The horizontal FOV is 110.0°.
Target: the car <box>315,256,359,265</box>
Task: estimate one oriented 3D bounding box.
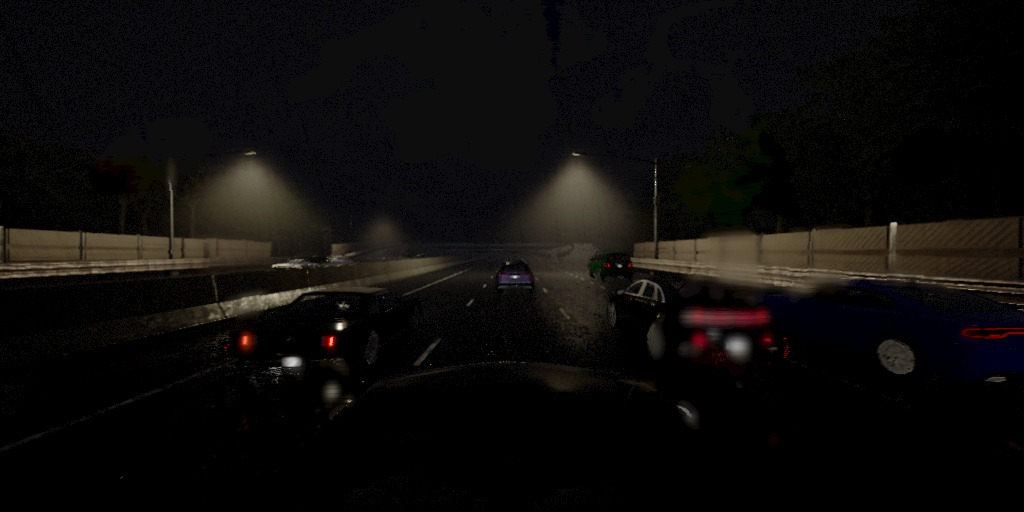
[{"bbox_3d":[-17.386,0.922,36.584,2.033,1.411,5.357,0,1,1],"label":"car"}]

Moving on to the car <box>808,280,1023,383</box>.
[{"bbox_3d":[7.111,1.209,7.197,1.882,1.535,5.008,0,0,0],"label":"car"}]

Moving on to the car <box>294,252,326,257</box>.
[{"bbox_3d":[-24.277,0.515,42.768,2.150,2.045,5.566,0,1,1],"label":"car"}]

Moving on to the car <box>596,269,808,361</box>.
[{"bbox_3d":[3.615,1.217,8.174,2.128,1.511,4.902,0,0,0],"label":"car"}]

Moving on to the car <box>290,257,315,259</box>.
[{"bbox_3d":[-20.913,1.002,34.748,1.895,1.301,4.718,0,1,1],"label":"car"}]

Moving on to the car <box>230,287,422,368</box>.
[{"bbox_3d":[-3.388,1.329,7.762,1.895,1.301,4.718,0,0,0],"label":"car"}]

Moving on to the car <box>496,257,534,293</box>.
[{"bbox_3d":[0.160,1.042,19.567,2.033,1.649,4.856,0,1,0],"label":"car"}]

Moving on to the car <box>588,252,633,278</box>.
[{"bbox_3d":[7.200,0.735,26.571,2.150,2.045,5.566,0,1,0],"label":"car"}]

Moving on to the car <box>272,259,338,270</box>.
[{"bbox_3d":[-14.010,1.111,24.325,1.994,1.385,4.181,0,1,0],"label":"car"}]
